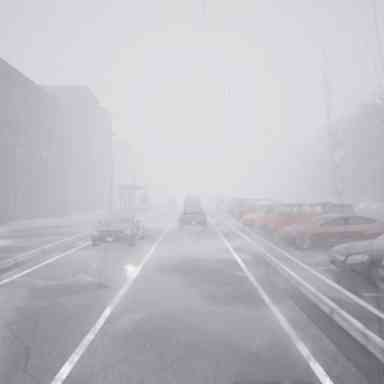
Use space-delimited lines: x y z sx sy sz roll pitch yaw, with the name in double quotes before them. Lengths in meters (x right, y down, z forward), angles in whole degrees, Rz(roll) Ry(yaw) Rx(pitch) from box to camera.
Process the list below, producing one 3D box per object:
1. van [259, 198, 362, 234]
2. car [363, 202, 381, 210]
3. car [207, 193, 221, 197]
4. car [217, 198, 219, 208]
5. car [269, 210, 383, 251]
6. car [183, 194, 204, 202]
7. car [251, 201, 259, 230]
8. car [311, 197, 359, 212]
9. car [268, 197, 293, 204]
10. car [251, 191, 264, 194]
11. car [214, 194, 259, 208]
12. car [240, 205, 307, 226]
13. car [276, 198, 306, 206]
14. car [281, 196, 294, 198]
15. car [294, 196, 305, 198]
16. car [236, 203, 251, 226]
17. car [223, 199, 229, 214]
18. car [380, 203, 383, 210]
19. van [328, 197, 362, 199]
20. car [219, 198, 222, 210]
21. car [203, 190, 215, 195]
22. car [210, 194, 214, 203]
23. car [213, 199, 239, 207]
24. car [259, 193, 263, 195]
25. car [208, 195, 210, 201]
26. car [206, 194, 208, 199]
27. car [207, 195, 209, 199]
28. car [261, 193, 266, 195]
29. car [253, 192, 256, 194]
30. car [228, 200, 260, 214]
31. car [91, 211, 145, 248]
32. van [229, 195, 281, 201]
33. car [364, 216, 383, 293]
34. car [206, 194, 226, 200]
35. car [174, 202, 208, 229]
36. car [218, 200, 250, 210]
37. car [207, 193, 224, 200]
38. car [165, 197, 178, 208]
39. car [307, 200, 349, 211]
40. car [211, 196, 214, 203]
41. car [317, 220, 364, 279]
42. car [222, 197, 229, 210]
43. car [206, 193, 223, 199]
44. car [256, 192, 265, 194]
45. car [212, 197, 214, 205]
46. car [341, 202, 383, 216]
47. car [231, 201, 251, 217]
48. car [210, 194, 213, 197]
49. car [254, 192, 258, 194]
"van" 6.079 1.459 17.429 4.442 1.987 1.878 0 0 0
"car" 19.332 1.800 31.264 4.892 1.521 2.231 0 0 0
"car" 6.370 1.672 75.841 4.553 1.767 2.185 0 1 0
"car" 6.288 1.906 45.196 5.008 1.535 2.097 0 0 0
"car" 6.158 1.690 14.580 4.792 1.488 2.163 0 -1 0
"car" 0.053 1.575 41.169 2.150 2.045 5.566 0 -1 0
"car" 6.175 1.583 20.148 4.553 1.767 2.185 0 0 0
"car" 19.345 1.655 45.191 5.566 2.045 2.435 0 0 0
"car" 19.465 1.848 73.061 4.892 1.521 2.231 0 1 0
"car" 19.542 1.319 92.709 4.674 1.452 2.002 0 2 0
"car" 6.332 1.676 47.981 5.566 2.045 2.435 0 0 0
"car" 6.228 1.796 25.712 4.674 1.452 2.002 0 0 0
"car" 19.257 1.944 64.828 5.366 1.575 1.946 0 0 0
"car" 19.451 1.721 59.248 5.566 2.045 2.435 0 0 0
"car" 19.435 1.839 53.668 4.553 1.767 2.185 0 0 0
"car" 6.031 1.729 22.930 5.366 1.575 1.946 0 0 0
"car" 6.271 1.845 36.847 4.892 1.521 2.231 0 0 0
"car" 19.344 1.807 28.481 4.792 1.488 2.163 0 0 0
"van" 19.248 1.659 42.406 4.442 1.987 1.878 0 0 0
"car" 6.470 1.883 42.412 5.366 1.575 1.946 0 0 0
"car" 6.468 1.247 86.981 5.566 2.045 2.435 0 2 0
"car" 6.393 1.823 64.700 4.553 1.767 2.185 0 0 0
"car" 6.355 2.005 61.914 4.674 1.452 2.002 0 0 0
"car" 19.472 1.694 81.559 4.792 1.488 2.163 0 2 0
"car" 6.410 1.920 70.269 4.792 1.488 2.163 0 1 0
"car" 6.391 1.700 81.425 4.792 1.488 2.163 0 1 0
"car" 6.362 1.878 73.056 4.792 1.488 2.163 0 1 0
"car" 19.486 1.733 78.768 5.008 1.535 2.097 0 1 0
"car" 19.558 1.424 89.799 4.792 1.488 2.163 0 2 0
"car" 6.251 1.800 31.280 5.008 1.535 2.097 0 0 0
"car" -3.352 1.678 15.844 1.812 1.442 4.674 0 -1 0
"van" 6.372 1.596 34.064 4.442 1.987 1.878 0 0 0
"car" 6.126 1.458 6.232 4.553 1.767 2.185 0 -1 0
"car" 6.444 1.398 89.782 5.008 1.535 2.097 0 2 0
"car" 0.091 1.709 23.214 2.128 1.511 4.902 0 0 0
"car" 6.311 1.988 50.762 4.674 1.452 2.002 0 0 0
"car" 6.490 1.163 92.554 4.553 1.767 2.185 0 2 0
"car" -3.417 1.780 56.651 2.097 1.767 4.553 0 0 0
"car" 19.569 1.924 47.973 5.366 1.575 1.946 0 0 0
"car" 6.336 1.973 59.124 5.008 1.535 2.097 0 0 0
"car" 6.170 1.649 9.013 4.674 1.452 2.002 0 -1 0
"car" 6.243 1.740 39.756 4.553 1.767 2.185 0 0 0
"car" 6.498 1.201 95.344 4.792 1.488 2.163 0 2 0
"car" 19.695 1.584 84.213 5.366 1.575 1.946 0 2 0
"car" 6.328 1.973 56.335 5.008 1.535 2.097 0 0 0
"car" 19.347 1.883 36.834 4.674 1.452 2.002 0 0 0
"car" 6.230 1.778 28.497 5.008 1.535 2.097 0 0 0
"car" 6.403 1.799 67.480 4.553 1.767 2.185 0 1 0
"car" 19.705 1.493 87.007 5.366 1.575 1.946 0 2 0
